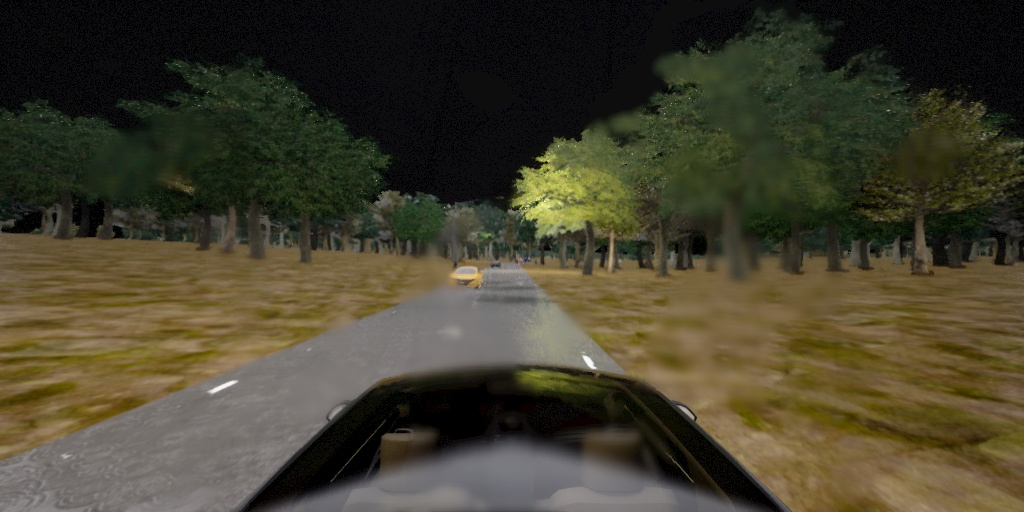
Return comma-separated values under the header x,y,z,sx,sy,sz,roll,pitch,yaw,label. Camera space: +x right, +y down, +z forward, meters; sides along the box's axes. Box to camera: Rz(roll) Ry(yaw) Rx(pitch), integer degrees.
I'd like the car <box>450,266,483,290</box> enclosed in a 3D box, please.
x,y,z,sx,sy,sz,roll,pitch,yaw,label
-3.099,1.464,25.101,1.882,1.535,5.008,0,0,0,car
